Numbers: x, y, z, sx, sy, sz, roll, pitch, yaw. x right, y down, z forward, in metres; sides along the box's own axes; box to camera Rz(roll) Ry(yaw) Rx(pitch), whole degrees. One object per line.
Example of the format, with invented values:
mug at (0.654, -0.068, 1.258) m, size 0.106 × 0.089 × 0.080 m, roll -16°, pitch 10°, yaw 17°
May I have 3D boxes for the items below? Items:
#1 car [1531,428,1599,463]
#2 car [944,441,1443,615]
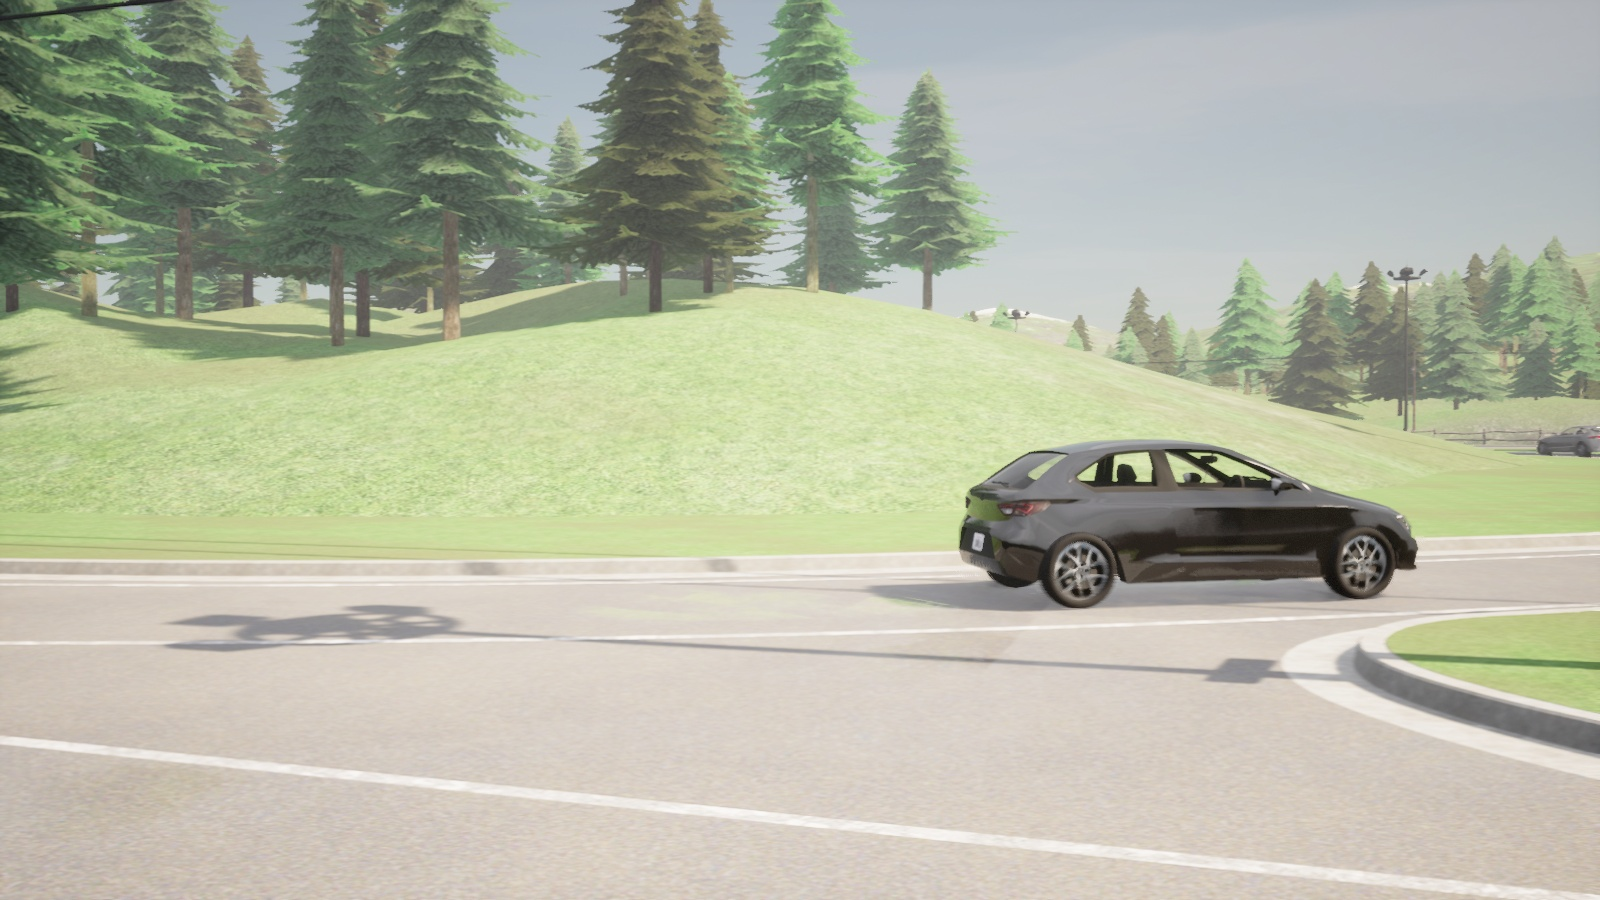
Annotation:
car at (39.242, -0.257, 63.078) m, size 2.152 × 1.651 × 5.027 m, roll 0°, pitch 1°, yaw 1°
car at (3.666, 0.662, 12.012) m, size 4.193 × 1.474 × 1.816 m, roll 0°, pitch 1°, yaw -11°
